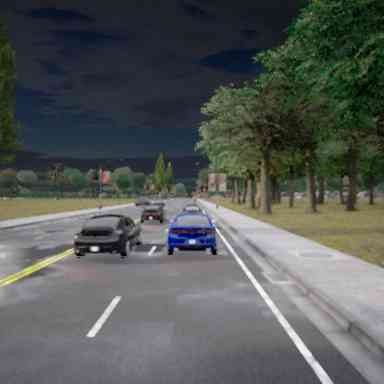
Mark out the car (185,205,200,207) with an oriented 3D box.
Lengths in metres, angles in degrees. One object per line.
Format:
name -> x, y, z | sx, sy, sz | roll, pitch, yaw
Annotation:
car -> 0.032, 1.834, 28.911 | 1.812, 1.442, 4.674 | 0, 0, 1

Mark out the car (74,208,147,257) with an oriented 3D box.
car -> -3.223, 1.647, 13.513 | 1.837, 1.490, 4.892 | 0, 0, 1

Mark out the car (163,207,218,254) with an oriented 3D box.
car -> 0.034, 1.625, 14.256 | 1.882, 1.535, 5.008 | 0, 0, 1

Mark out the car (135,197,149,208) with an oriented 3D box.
car -> -9.750, 1.964, 65.328 | 2.150, 2.045, 5.566 | 0, -1, 0

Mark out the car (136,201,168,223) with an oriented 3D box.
car -> -3.222, 1.811, 28.529 | 1.837, 1.490, 4.892 | 0, 0, 1
